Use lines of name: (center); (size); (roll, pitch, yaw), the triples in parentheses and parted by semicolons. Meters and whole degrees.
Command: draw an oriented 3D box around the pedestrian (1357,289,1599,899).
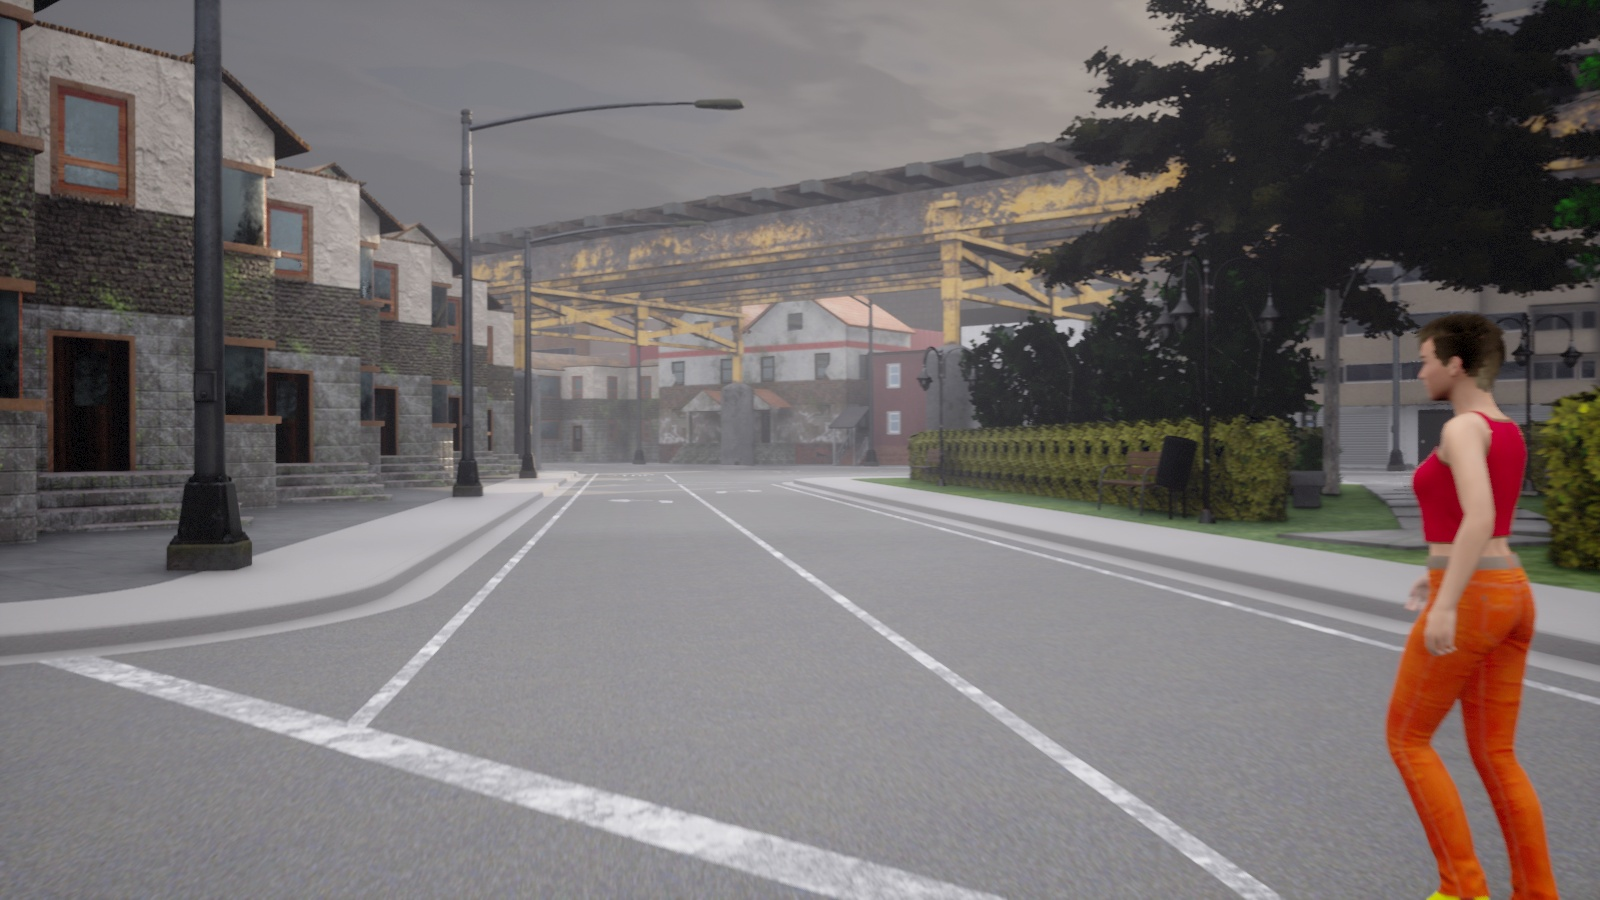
pedestrian: (1.989, 0.494, 3.640); (0.345, 1.836, 0.594); (0, 0, -35)
